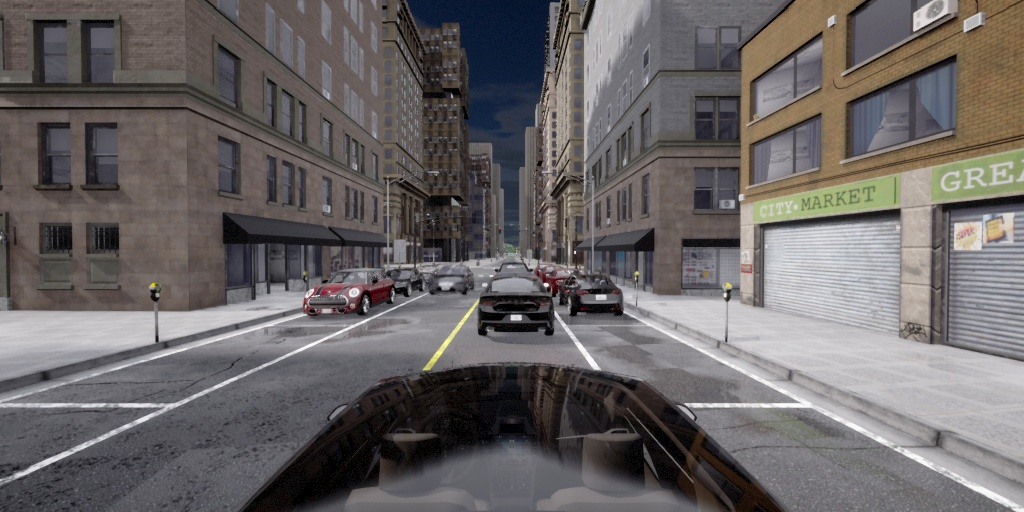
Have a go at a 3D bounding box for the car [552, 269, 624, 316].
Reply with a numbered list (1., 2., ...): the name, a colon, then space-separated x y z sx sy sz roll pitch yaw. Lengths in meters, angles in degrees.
1. car: 2.764 1.314 13.146 1.948 1.339 4.313 0 0 0

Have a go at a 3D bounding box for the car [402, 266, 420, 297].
1. car: -5.761 1.313 18.653 1.948 1.339 4.313 0 0 0

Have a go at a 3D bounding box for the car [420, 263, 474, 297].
1. car: -3.066 1.240 19.103 2.128 1.511 4.902 0 0 0

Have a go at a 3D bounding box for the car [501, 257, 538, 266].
1. car: 0.105 1.100 19.698 2.097 1.767 4.553 0 0 0

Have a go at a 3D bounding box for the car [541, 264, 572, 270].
1. car: 2.765 1.293 18.650 1.888 1.381 4.507 0 0 0

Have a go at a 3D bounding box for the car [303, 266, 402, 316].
1. car: -5.762 1.188 13.147 1.967 1.591 4.097 0 0 0

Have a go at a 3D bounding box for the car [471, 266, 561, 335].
1. car: 0.100 1.226 10.475 1.882 1.535 5.008 0 0 0

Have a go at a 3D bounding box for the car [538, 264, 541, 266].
1. car: 2.766 1.293 24.156 1.888 1.381 4.507 0 0 0
